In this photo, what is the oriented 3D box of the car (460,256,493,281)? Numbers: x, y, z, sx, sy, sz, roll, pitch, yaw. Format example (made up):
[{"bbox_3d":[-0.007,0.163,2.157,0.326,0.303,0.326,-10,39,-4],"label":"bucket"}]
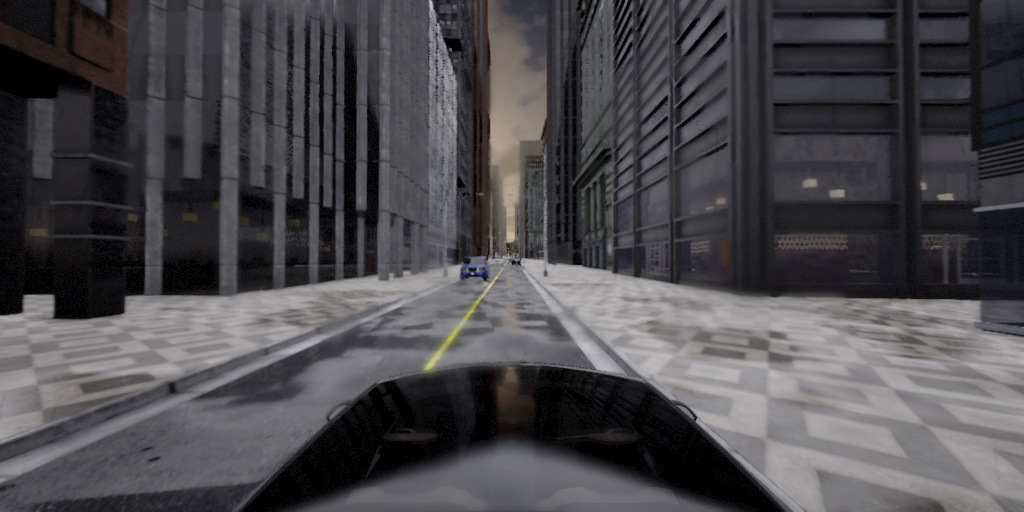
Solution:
[{"bbox_3d":[-3.104,1.040,30.921,2.150,2.045,5.566,0,0,0],"label":"car"}]
